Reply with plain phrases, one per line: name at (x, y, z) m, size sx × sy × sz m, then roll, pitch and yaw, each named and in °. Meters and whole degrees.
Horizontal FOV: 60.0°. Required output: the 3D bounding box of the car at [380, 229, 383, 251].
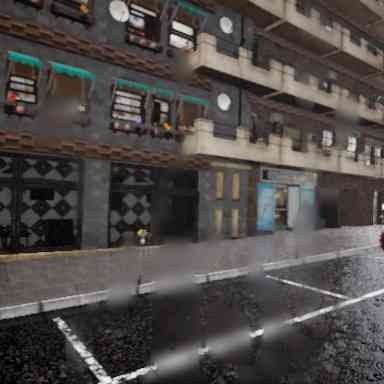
car at (9.189, 1.475, 12.602) m, size 5.009 × 1.841 × 2.192 m, roll 1°, pitch 1°, yaw -35°
